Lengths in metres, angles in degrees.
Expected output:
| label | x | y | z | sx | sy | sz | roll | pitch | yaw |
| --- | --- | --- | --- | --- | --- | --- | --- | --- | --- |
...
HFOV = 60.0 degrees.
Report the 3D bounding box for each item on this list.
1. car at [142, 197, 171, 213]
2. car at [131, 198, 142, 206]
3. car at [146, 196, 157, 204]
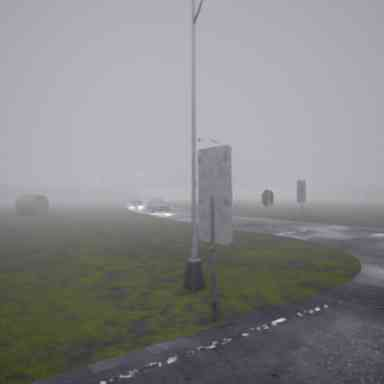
| label | x | y | z | sx | sy | sz | roll | pitch | yaw |
| --- | --- | --- | --- | --- | --- | --- | --- | --- | --- |
| car | -3.788 | 1.552 | 37.039 | 1.994 | 1.385 | 4.181 | -1 | 0 | -21 |
| car | -9.348 | 1.595 | 56.077 | 1.895 | 1.301 | 4.718 | -1 | 0 | -10 |
| car | -7.675 | 1.491 | 63.543 | 2.033 | 1.411 | 5.357 | -1 | 0 | -6 |
